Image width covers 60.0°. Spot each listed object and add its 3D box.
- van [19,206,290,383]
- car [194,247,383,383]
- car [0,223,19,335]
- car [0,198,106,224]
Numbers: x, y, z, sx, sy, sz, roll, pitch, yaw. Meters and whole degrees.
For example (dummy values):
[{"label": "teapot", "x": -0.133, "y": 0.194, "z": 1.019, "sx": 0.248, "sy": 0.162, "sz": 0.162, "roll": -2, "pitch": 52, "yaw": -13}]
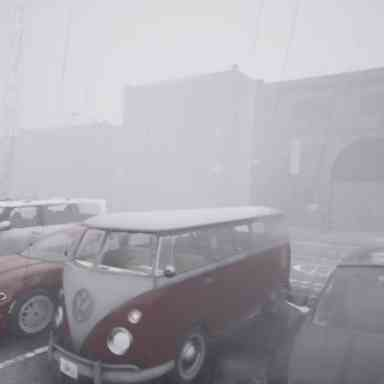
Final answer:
[{"label": "van", "x": 0.010, "y": 1.244, "z": 5.249, "sx": 1.878, "sy": 1.987, "sz": 4.442, "roll": 0, "pitch": 0, "yaw": 36}, {"label": "car", "x": 2.361, "y": 1.480, "z": 3.720, "sx": 2.231, "sy": 1.521, "sz": 4.892, "roll": 0, "pitch": 0, "yaw": 36}, {"label": "car", "x": -2.202, "y": 1.459, "z": 6.977, "sx": 2.097, "sy": 1.535, "sz": 5.008, "roll": 0, "pitch": 0, "yaw": 36}, {"label": "car", "x": -4.503, "y": 1.198, "z": 8.577, "sx": 2.435, "sy": 2.045, "sz": 5.566, "roll": 0, "pitch": 0, "yaw": 36}]
